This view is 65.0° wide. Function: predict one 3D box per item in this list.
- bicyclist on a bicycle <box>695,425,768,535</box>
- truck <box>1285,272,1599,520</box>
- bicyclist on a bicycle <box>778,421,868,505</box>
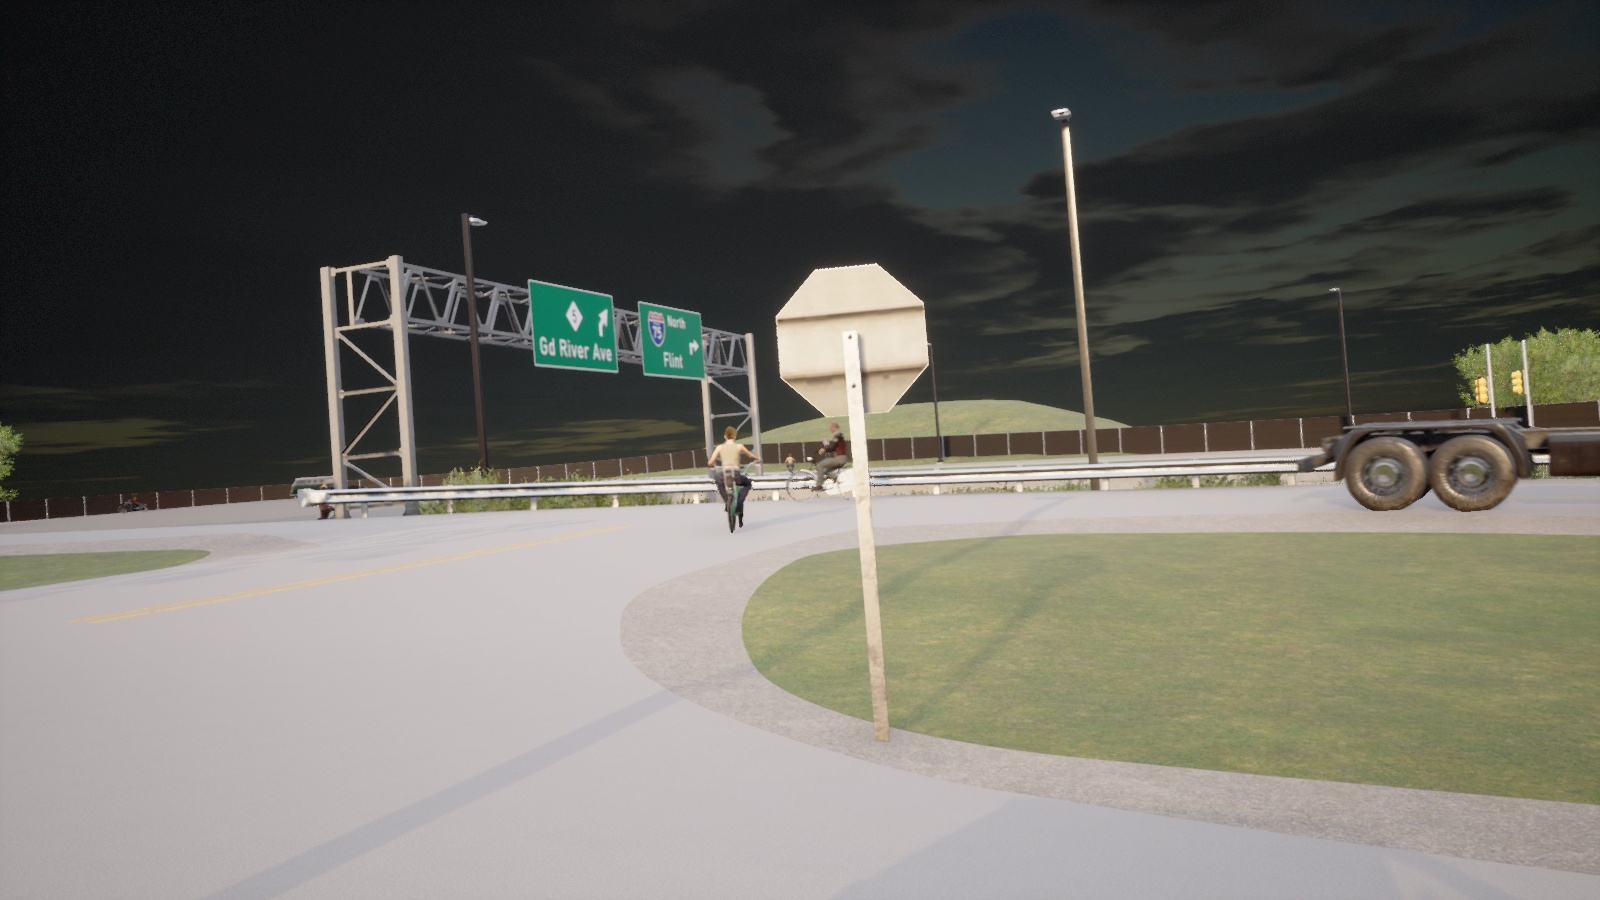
[{"bbox_3d":[-1.046,0.436,19.569,0.866,1.612,1.509,-3,1,5],"label":"bicyclist on a bicycle"},{"bbox_3d":[11.804,-0.799,18.875,7.936,3.462,2.891,-1,2,32],"label":"truck"},{"bbox_3d":[0.499,0.279,27.278,1.843,1.776,0.659,-1,0,9],"label":"bicyclist on a bicycle"}]
